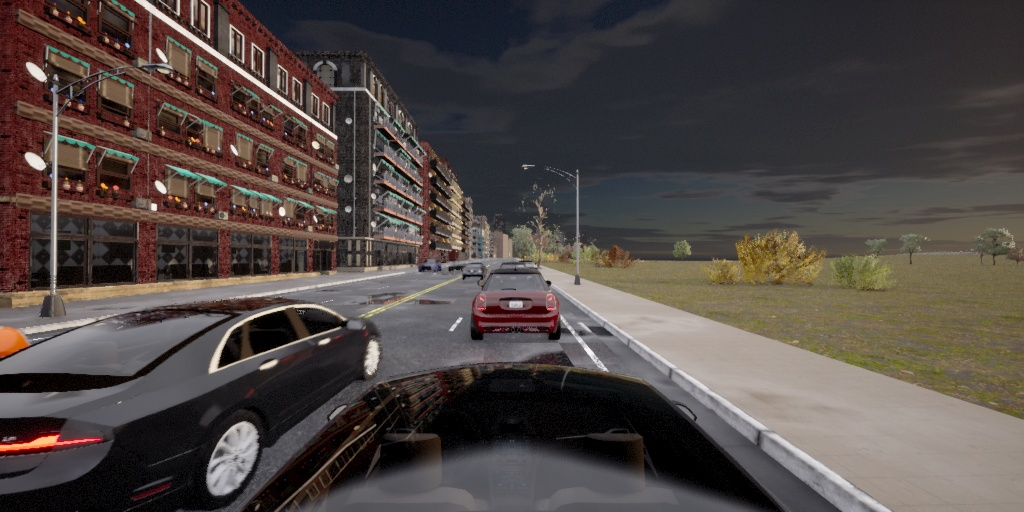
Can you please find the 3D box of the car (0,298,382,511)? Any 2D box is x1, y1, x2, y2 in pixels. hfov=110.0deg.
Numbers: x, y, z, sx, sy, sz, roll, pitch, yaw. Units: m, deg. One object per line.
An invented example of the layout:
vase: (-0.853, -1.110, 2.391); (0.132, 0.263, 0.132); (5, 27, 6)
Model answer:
car: (-3.157, 1.255, 4.303); (1.837, 1.490, 4.892); (0, 0, 0)

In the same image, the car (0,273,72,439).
car: (-6.603, 1.102, 2.246); (2.097, 1.767, 4.553); (0, 0, 0)

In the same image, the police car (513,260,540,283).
police car: (1.096, 1.179, 29.380); (1.930, 1.638, 5.238); (0, 0, 0)

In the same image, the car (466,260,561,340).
car: (0.080, 1.103, 10.112); (2.097, 1.767, 4.553); (0, 0, 0)

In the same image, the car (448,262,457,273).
car: (-6.663, 1.354, 44.178); (1.895, 1.301, 4.718); (0, 0, 0)

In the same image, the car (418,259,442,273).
car: (-9.911, 1.105, 43.633); (2.097, 1.767, 4.553); (0, 0, 0)

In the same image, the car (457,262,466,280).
car: (-3.206, 1.300, 31.803); (2.033, 1.411, 5.357); (0, 0, 1)
